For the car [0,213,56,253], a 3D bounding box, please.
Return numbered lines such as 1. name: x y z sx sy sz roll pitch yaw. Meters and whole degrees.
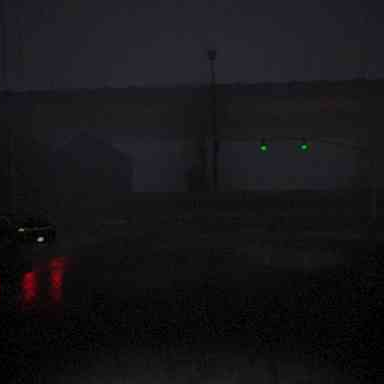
1. car: -7.957 1.705 14.706 4.902 1.511 2.128 -1 -1 37
